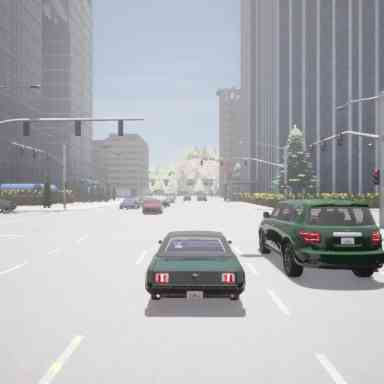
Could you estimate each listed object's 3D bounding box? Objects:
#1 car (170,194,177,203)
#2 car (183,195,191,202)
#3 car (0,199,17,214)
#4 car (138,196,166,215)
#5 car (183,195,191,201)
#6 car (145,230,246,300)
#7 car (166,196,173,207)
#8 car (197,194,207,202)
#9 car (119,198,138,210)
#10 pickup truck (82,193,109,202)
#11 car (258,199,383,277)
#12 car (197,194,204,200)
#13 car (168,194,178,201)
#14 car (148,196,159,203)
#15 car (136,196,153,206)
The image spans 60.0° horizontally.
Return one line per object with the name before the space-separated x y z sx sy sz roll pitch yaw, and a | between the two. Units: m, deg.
car | -4.463 1.492 67.327 2.128 1.511 4.902 0 0 0
car | -1.099 1.500 78.516 1.837 1.490 4.892 0 0 -1
car | -21.225 1.491 35.302 4.902 1.511 2.128 0 0 0
car | -3.988 1.477 34.205 1.882 1.535 5.008 0 0 -1
car | -1.244 1.540 88.871 2.033 1.411 5.357 0 0 -1
car | 0.076 1.601 8.321 1.895 1.301 4.718 0 0 0
car | -4.292 1.600 49.887 1.895 1.301 4.718 0 0 -1
car | 2.397 1.348 78.784 2.097 1.767 4.553 0 0 -1
car | -8.038 1.526 43.205 1.812 1.442 4.674 0 0 4
pickup truck | -21.151 1.058 73.381 2.390 2.098 6.274 0 0 30
car | 3.588 1.221 10.349 2.150 2.045 5.566 0 0 0
car | 2.254 1.386 89.065 1.882 1.535 5.008 0 0 -1
car | -4.653 1.314 82.344 2.128 1.511 4.902 0 0 -1
car | -7.966 1.601 68.911 1.895 1.301 4.718 0 0 -1
car | -7.854 1.492 54.986 2.128 1.511 4.902 0 0 -1
